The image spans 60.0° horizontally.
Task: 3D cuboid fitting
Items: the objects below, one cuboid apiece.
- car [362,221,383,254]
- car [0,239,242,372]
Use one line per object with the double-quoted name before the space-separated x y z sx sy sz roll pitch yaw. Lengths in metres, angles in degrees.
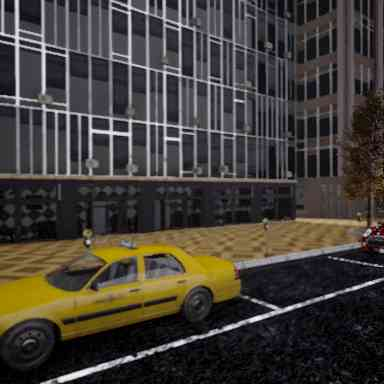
"car" 8.073 1.467 12.329 4.097 1.590 1.967 0 -1 -35
"car" -1.319 1.529 5.628 4.829 1.417 1.752 0 -1 -36
